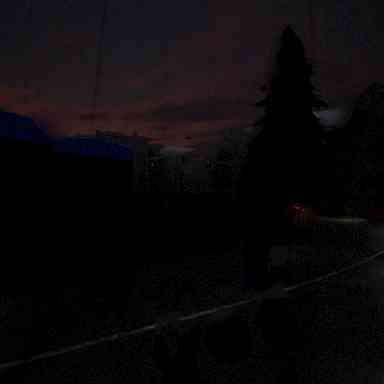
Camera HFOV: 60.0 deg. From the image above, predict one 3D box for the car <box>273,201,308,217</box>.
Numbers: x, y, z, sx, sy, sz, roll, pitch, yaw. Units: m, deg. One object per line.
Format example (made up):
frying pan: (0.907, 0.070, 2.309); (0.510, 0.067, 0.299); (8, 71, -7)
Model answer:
car: (8.717, 1.579, 31.707); (1.812, 1.442, 4.674); (0, 0, -36)

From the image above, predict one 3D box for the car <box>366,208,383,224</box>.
car: (14.447, 1.530, 22.928); (1.882, 1.535, 5.008); (0, 0, -19)
